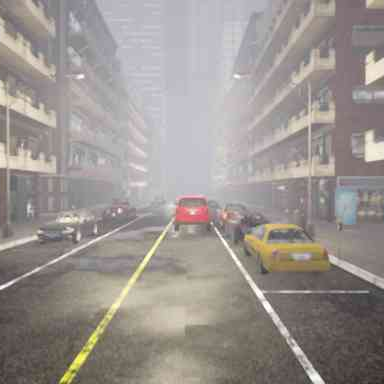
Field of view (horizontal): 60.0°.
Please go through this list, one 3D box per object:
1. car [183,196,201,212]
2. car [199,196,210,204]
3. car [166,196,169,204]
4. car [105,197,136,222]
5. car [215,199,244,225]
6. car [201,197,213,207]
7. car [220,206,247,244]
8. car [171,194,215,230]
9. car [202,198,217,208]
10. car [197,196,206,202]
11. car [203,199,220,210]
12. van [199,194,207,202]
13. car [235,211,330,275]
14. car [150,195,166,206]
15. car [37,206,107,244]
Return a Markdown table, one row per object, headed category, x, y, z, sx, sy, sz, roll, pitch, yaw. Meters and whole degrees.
| category | x | y | z | sx | sy | sz | roll | pitch | yaw |
| --- | --- | --- | --- | --- | --- | --- | --- | --- | --- |
| car | -0.024 | 1.412 | 40.192 | 2.097 | 1.767 | 4.553 | 0 | 0 | 0 |
| car | 2.472 | 1.536 | 66.231 | 1.967 | 1.590 | 4.097 | -1 | 0 | 0 |
| car | -5.892 | 1.418 | 60.631 | 2.192 | 1.841 | 5.009 | -1 | 0 | 0 |
| car | -5.785 | 1.366 | 27.018 | 2.192 | 1.841 | 5.009 | -1 | 0 | 0 |
| car | 2.615 | 1.466 | 21.414 | 1.967 | 1.590 | 4.097 | -1 | 0 | 0 |
| car | 2.509 | 1.603 | 55.196 | 1.752 | 1.417 | 4.829 | -1 | 0 | 0 |
| car | 2.635 | 1.584 | 15.812 | 1.947 | 1.339 | 4.313 | -1 | 0 | 0 |
| car | 0.034 | 1.254 | 21.263 | 2.150 | 2.045 | 5.566 | 0 | 0 | 0 |
| car | 2.527 | 1.620 | 49.425 | 2.008 | 1.369 | 4.403 | -1 | 0 | 0 |
| car | 2.420 | 1.674 | 83.036 | 2.008 | 1.369 | 4.403 | -1 | 0 | 0 |
| car | 2.546 | 1.626 | 43.822 | 1.947 | 1.339 | 4.313 | -1 | 0 | 0 |
| van | 2.435 | 1.455 | 77.434 | 1.690 | 1.788 | 3.998 | -1 | 0 | 0 |
| car | 2.652 | 1.535 | 10.380 | 1.752 | 1.417 | 4.829 | -1 | 0 | 0 |
| car | -5.871 | 1.645 | 55.028 | 2.008 | 1.369 | 4.403 | -1 | 0 | 0 |
| car | -5.745 | 1.585 | 15.814 | 2.008 | 1.369 | 4.403 | -1 | 0 | 0 |
